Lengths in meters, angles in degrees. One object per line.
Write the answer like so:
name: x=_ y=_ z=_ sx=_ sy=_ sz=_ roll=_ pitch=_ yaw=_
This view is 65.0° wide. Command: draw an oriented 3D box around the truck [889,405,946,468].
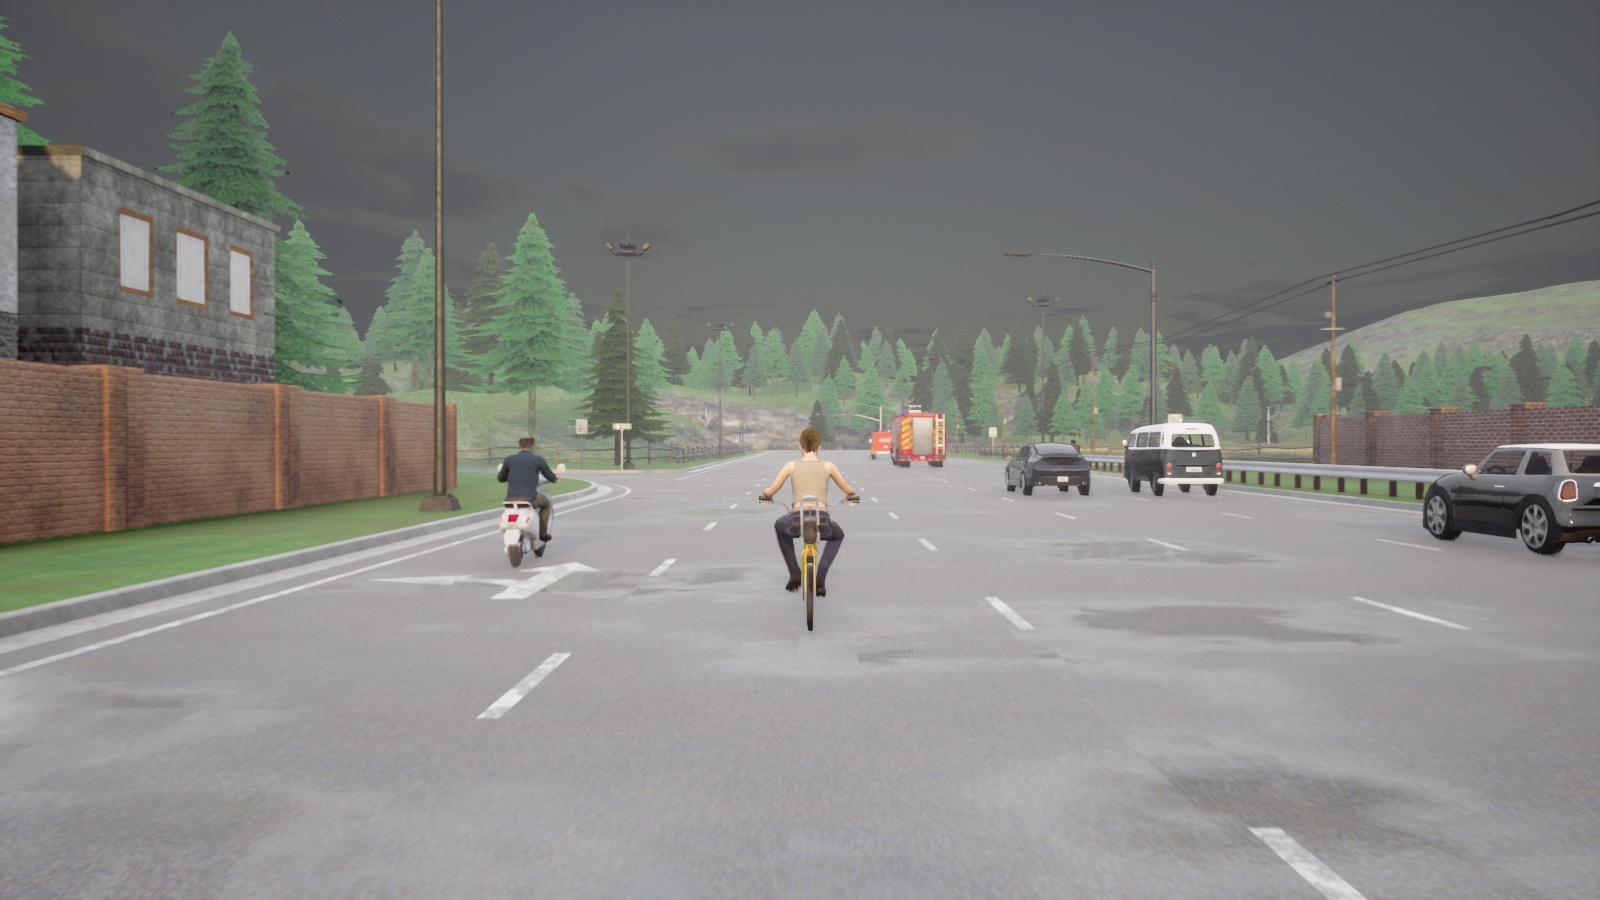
truck: x=7.471 y=-0.867 z=80.791 sx=2.891 sy=3.827 sz=8.468 roll=0 pitch=0 yaw=0

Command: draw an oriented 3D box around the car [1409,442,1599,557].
car: x=10.617 y=0.619 z=17.961 sx=1.970 sy=1.475 sz=3.806 roll=0 pitch=0 yaw=0

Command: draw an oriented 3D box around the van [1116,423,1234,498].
van: x=10.720 y=0.274 z=36.248 sx=2.069 sy=2.038 sz=4.480 roll=0 pitch=0 yaw=0

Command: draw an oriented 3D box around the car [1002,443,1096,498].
car: x=7.224 y=0.549 z=36.888 sx=1.837 sy=1.490 sz=4.892 roll=0 pitch=0 yaw=0

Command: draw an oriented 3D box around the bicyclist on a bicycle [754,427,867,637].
bicyclist on a bicycle: x=0.079 y=0.624 z=10.386 sx=0.866 sy=1.612 sz=1.509 roll=0 pitch=0 yaw=0

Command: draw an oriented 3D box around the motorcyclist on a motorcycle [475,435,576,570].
motorcyclist on a motorcycle: x=-3.396 y=0.608 z=15.710 sx=0.866 sy=1.590 sz=1.817 roll=0 pitch=0 yaw=0
